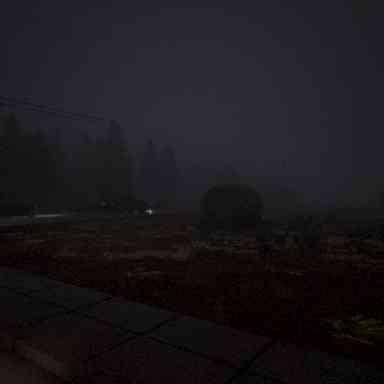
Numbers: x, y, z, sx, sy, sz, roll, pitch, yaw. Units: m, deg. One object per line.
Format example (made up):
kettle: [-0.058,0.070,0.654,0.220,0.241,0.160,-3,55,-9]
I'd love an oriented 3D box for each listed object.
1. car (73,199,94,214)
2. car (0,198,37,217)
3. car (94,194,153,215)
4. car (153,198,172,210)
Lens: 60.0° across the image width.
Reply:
car: [-10.581,1.517,36.269,2.128,1.511,4.902,0,0,37]
car: [-16.029,1.378,28.924,2.097,1.767,4.553,0,0,37]
car: [-7.053,1.247,34.808,2.150,2.045,5.566,0,0,36]
car: [-4.623,1.552,44.290,1.812,1.442,4.674,0,0,37]
